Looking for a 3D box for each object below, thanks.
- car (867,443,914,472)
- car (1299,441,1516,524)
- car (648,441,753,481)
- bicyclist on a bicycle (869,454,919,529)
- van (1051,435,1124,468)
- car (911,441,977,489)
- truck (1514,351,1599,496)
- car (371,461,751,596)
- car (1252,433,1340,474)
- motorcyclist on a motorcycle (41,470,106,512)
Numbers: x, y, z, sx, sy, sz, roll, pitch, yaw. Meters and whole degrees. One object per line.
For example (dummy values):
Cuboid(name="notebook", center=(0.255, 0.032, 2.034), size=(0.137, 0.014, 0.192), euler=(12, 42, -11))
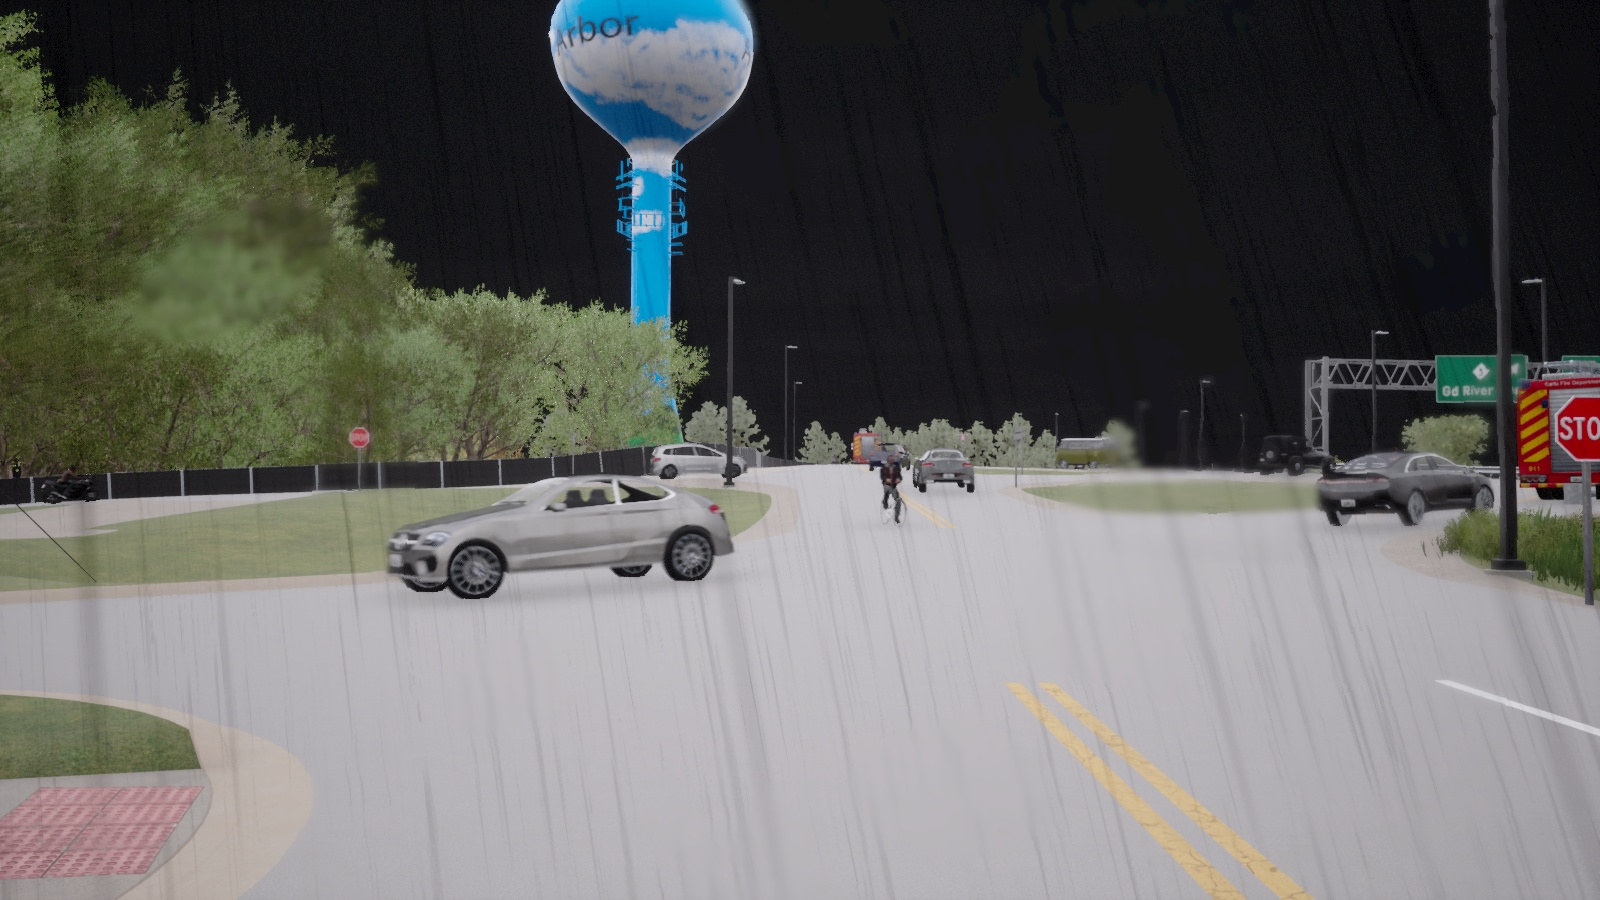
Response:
Cuboid(name="car", center=(4.949, 0.368, 68.313), size=(1.845, 1.501, 3.633), euler=(0, 1, 16))
Cuboid(name="car", center=(13.061, 0.665, 26.884), size=(4.902, 1.511, 2.128), euler=(-2, -1, -37))
Cuboid(name="car", center=(-4.687, 0.499, 58.826), size=(4.611, 1.667, 2.242), euler=(-2, 0, -11))
Cuboid(name="bicyclist on a bicycle", center=(2.283, 0.987, 30.768), size=(0.659, 1.776, 1.843), euler=(0, 0, -14))
Cuboid(name="van", center=(18.008, 0.118, 78.916), size=(1.775, 1.987, 4.442), euler=(1, -1, -34))
Cuboid(name="car", center=(5.600, 0.539, 49.383), size=(2.152, 1.651, 5.027), euler=(0, 2, 1))
Cuboid(name="truck", center=(23.919, -0.757, 36.569), size=(8.468, 3.827, 2.891), euler=(-1, -1, -43))
Cuboid(name="car", center=(-3.446, 1.075, 18.536), size=(5.027, 1.651, 2.152), euler=(-1, -2, -35))
Cuboid(name="car", center=(23.352, 0.125, 59.120), size=(3.866, 1.878, 1.905), euler=(0, 1, -32))
Cuboid(name="motorcyclist on a motorcycle", center=(-29.098, 1.628, 50.314), size=(2.044, 1.523, 0.797), euler=(-4, 2, -43))
